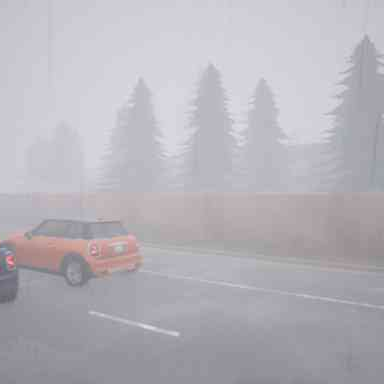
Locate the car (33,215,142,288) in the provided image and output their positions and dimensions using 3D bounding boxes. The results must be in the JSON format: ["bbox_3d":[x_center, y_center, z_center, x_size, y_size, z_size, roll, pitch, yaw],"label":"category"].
[{"bbox_3d":[-3.732,1.524,9.985,4.553,1.767,2.097,0,-2,33],"label":"car"}]

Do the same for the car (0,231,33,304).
[{"bbox_3d":[-5.806,1.431,7.174,4.553,1.767,2.097,0,-2,33],"label":"car"}]
